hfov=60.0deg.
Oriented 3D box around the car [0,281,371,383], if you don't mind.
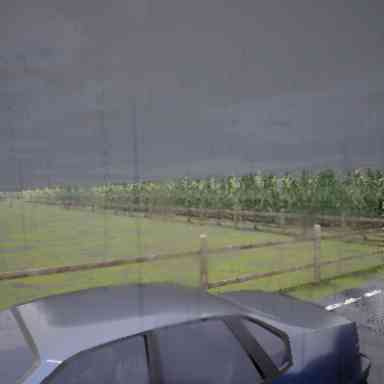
[{"bbox_3d":[-0.739,1.553,2.542,5.357,1.411,2.033,1,0,-36],"label":"car"}]
